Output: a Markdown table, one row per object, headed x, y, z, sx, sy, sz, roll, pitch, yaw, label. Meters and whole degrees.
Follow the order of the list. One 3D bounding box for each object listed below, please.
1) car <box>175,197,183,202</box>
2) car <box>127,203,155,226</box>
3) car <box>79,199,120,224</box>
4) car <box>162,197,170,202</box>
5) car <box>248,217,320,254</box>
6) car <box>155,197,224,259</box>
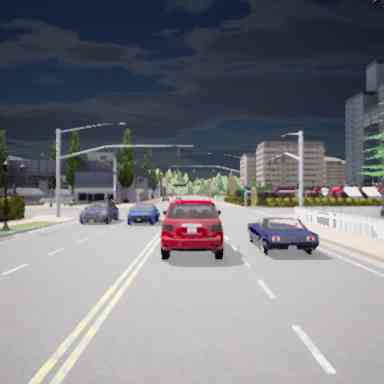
| x | y | z | sx | sy | sz | roll | pitch | yaw | label |
| --- | --- | --- | --- | --- | --- | --- | --- | --- | --- |
| -3.494 | 1.976 | 88.722 | 1.994 | 1.385 | 4.181 | 0 | 0 | 0 | car |
| -3.526 | 1.596 | 24.703 | 1.882 | 1.535 | 5.008 | 0 | -1 | 1 | car |
| -7.018 | 1.474 | 25.531 | 2.097 | 1.767 | 4.553 | 0 | 0 | 0 | car |
| -6.994 | 1.948 | 88.722 | 1.812 | 1.442 | 4.674 | 0 | 0 | 0 | car |
| 3.521 | 1.668 | 13.781 | 1.895 | 1.301 | 4.718 | 0 | 0 | 0 | car |
| 0.012 | 1.288 | 13.073 | 2.150 | 2.045 | 5.566 | 0 | 0 | 0 | car |
